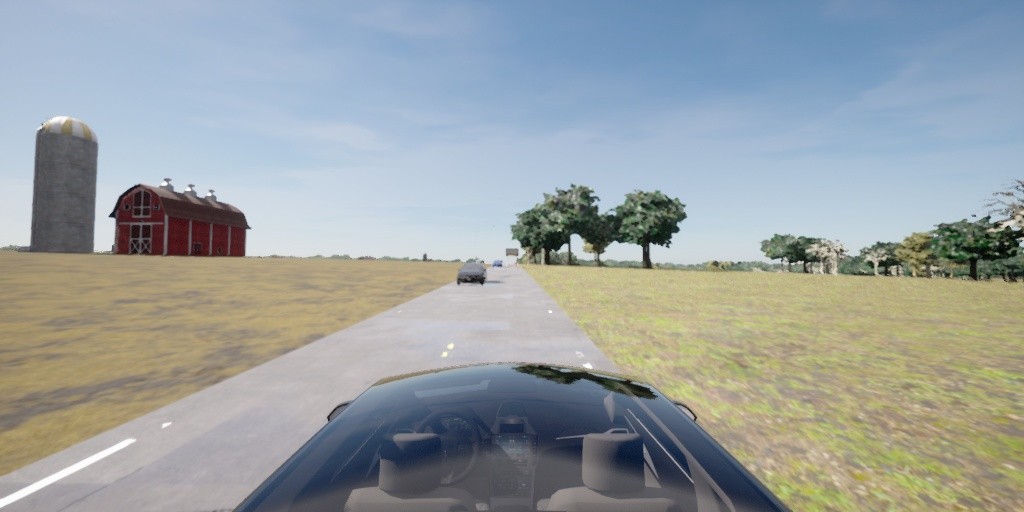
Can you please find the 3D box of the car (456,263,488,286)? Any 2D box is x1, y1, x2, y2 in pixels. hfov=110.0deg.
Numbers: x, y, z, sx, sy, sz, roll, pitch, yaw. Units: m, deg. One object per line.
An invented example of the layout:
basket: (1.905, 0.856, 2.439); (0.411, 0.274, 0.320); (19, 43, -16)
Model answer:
car: (-2.828, 1.280, 26.090); (1.882, 1.535, 5.008); (0, 0, 0)

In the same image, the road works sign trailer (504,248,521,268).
road works sign trailer: (0.036, 0.364, 64.150); (2.380, 3.560, 2.880); (0, 0, 0)
